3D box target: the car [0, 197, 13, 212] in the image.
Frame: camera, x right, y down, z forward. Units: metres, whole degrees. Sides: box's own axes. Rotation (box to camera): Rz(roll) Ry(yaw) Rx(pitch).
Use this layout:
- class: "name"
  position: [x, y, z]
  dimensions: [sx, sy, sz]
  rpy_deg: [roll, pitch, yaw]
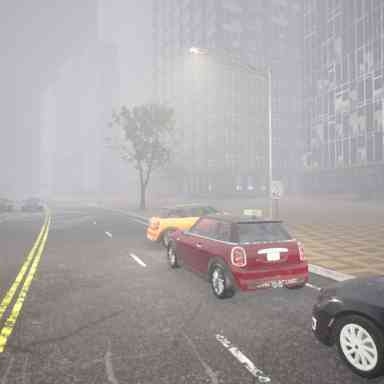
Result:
- class: "car"
  position: [-21.795, 1.389, 38.061]
  dimensions: [2.097, 1.767, 4.553]
  rpy_deg: [0, 0, -24]

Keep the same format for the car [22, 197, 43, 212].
- class: "car"
  position: [-18.826, 1.392, 39.383]
  dimensions: [2.097, 1.767, 4.553]
  rpy_deg: [0, 0, -24]

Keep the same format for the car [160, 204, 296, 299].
- class: "car"
  position: [0.884, 1.355, 8.839]
  dimensions: [2.097, 1.767, 4.553]
  rpy_deg: [0, 0, -22]

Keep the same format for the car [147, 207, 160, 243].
- class: "car"
  position: [0.382, 1.276, 14.429]
  dimensions: [4.553, 1.767, 2.097]
  rpy_deg: [-3, 1, -18]

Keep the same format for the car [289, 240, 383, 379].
- class: "car"
  position: [3.619, 1.505, 3.368]
  dimensions: [1.837, 1.490, 4.892]
  rpy_deg: [0, 0, -35]
